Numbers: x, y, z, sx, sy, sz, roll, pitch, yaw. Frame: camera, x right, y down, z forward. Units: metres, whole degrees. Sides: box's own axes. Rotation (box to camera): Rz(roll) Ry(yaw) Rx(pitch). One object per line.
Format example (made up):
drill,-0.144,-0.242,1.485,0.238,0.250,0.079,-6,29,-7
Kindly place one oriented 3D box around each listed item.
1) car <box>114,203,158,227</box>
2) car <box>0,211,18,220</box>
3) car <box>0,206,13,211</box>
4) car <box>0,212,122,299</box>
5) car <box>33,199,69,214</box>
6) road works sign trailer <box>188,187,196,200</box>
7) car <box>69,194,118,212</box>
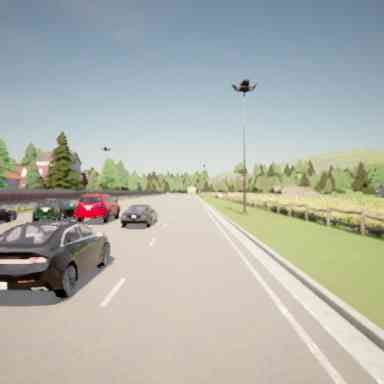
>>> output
car,-3.466,1.513,22.461,2.033,1.411,5.357,0,0,1
car,-6.951,1.477,8.686,2.128,1.511,4.902,0,0,0
car,-13.966,1.513,22.454,2.033,1.411,5.357,0,0,1
car,-3.453,1.478,8.414,2.128,1.511,4.902,0,0,0
car,-10.445,1.311,25.855,2.097,1.767,4.553,0,0,0
road works sign trailer,-0.043,0.321,92.053,2.380,3.560,2.880,0,0,0
car,-6.949,1.185,25.060,2.150,2.045,5.566,0,0,0
